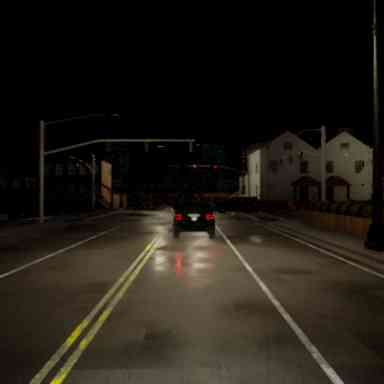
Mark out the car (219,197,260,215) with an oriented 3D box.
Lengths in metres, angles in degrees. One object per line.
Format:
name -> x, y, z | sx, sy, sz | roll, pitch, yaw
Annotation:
car -> 5.395, 1.619, 40.234 | 5.566, 2.045, 2.150 | 1, 0, 15

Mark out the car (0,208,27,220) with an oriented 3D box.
car -> -19.943, 2.394, 35.277 | 4.181, 1.385, 1.994 | -4, 0, -1

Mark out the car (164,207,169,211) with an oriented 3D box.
car -> -3.510, 3.133, 55.033 | 1.812, 1.442, 4.674 | 0, -9, 0

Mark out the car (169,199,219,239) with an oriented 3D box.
car -> 0.111, 1.405, 18.771 | 2.150, 2.045, 5.566 | 0, -1, 0
